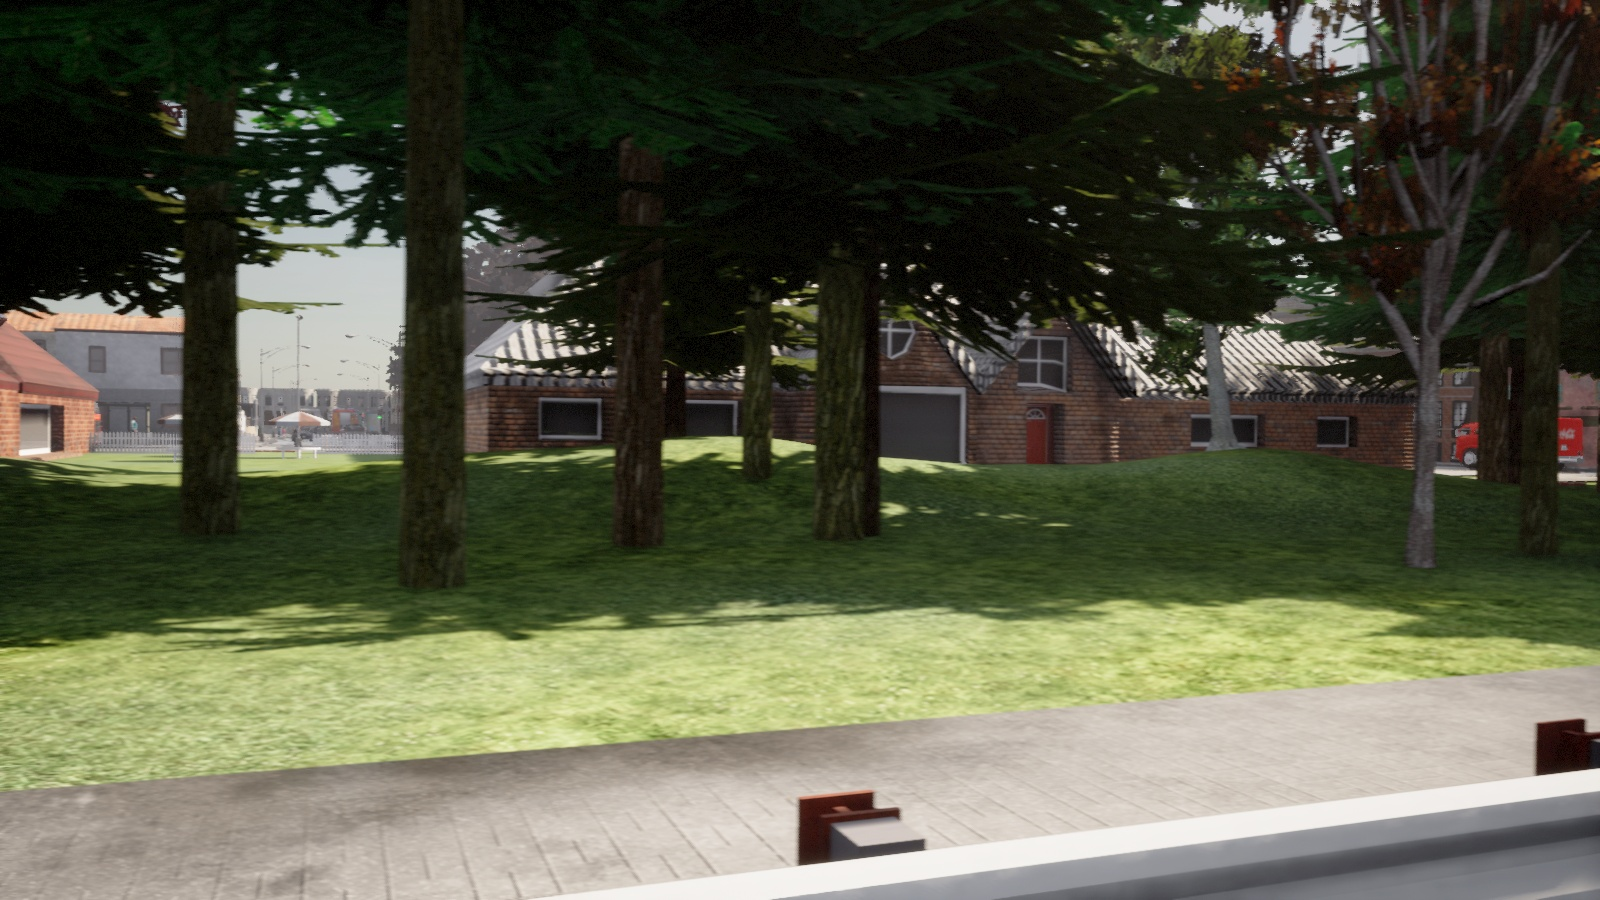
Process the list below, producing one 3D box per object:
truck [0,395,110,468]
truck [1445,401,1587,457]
[{"bbox_3d":[-41.972,-0.997,67.212,8.468,3.827,2.891,-1,1,-20],"label":"truck"},{"bbox_3d":[32.899,-1.007,57.903,2.627,2.467,5.204,-1,2,-21],"label":"truck"}]
